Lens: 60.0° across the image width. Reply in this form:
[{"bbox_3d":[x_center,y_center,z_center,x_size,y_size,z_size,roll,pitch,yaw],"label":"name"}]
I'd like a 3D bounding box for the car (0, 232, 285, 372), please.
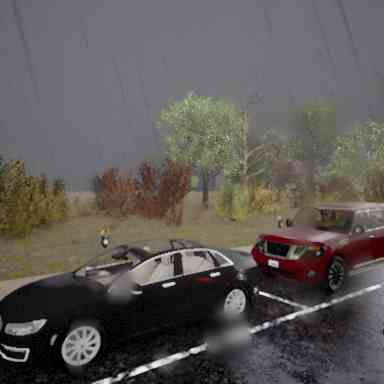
[{"bbox_3d":[-0.753,1.528,5.547,4.403,1.369,2.008,-1,1,-35],"label":"car"}]

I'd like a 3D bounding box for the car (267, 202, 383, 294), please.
[{"bbox_3d":[3.856,1.240,8.817,5.009,1.841,2.192,-1,1,-35],"label":"car"}]
